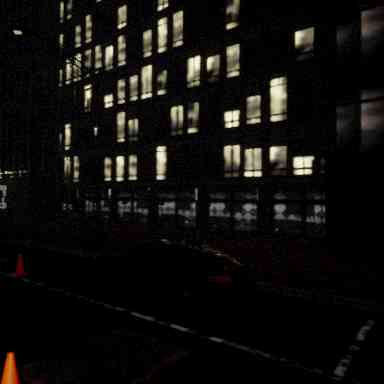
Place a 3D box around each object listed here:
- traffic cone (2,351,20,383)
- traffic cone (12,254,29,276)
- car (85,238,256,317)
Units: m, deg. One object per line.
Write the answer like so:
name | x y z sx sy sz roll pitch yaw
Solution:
traffic cone | -1.924 1.997 3.531 0.340 0.580 0.340 0 -1 37
traffic cone | -4.919 2.061 9.532 0.340 0.580 0.340 0 -1 37
car | -0.631 1.693 7.526 4.206 1.307 1.802 0 -1 37
